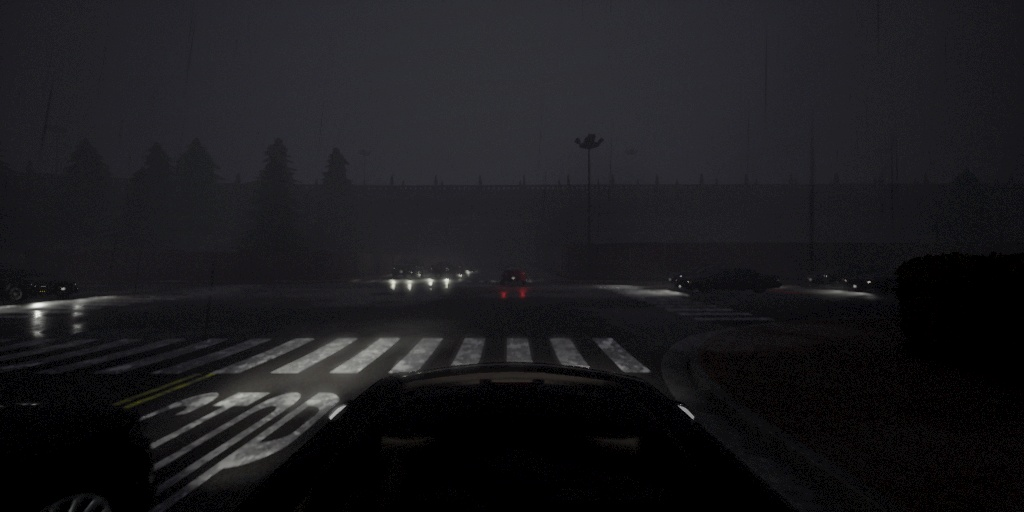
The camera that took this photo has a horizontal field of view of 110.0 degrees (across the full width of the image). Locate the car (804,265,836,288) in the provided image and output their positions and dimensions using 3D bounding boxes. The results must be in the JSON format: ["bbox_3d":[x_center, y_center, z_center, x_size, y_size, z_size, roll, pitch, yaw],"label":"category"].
[{"bbox_3d":[22.461,1.320,24.034,4.902,1.511,2.128,0,0,0],"label":"car"}]

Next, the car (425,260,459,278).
[{"bbox_3d":[-7.108,1.313,36.811,2.097,1.767,4.553,0,0,0],"label":"car"}]

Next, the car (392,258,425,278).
[{"bbox_3d":[-10.606,1.184,37.150,2.150,2.045,5.566,0,0,0],"label":"car"}]

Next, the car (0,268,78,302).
[{"bbox_3d":[-23.372,1.289,16.701,4.892,1.490,1.837,0,0,-1],"label":"car"}]

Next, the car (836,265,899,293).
[{"bbox_3d":[22.286,1.355,20.534,5.357,1.411,2.033,0,0,0],"label":"car"}]

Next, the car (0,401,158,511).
[{"bbox_3d":[-3.398,1.234,0.473,2.128,1.511,4.902,0,0,0],"label":"car"}]

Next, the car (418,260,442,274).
[{"bbox_3d":[-10.609,1.373,46.811,2.097,1.767,4.553,0,0,0],"label":"car"}]

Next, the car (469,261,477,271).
[{"bbox_3d":[-7.072,1.637,55.509,1.994,1.385,4.181,0,0,1],"label":"car"}]

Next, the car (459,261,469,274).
[{"bbox_3d":[-7.129,1.366,45.673,2.097,1.767,4.553,0,0,-2],"label":"car"}]

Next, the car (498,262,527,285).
[{"bbox_3d":[0.102,1.424,27.997,1.812,1.442,4.674,0,-1,0],"label":"car"}]

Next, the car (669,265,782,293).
[{"bbox_3d":[12.257,1.355,20.515,5.357,1.411,2.033,0,0,0],"label":"car"}]
